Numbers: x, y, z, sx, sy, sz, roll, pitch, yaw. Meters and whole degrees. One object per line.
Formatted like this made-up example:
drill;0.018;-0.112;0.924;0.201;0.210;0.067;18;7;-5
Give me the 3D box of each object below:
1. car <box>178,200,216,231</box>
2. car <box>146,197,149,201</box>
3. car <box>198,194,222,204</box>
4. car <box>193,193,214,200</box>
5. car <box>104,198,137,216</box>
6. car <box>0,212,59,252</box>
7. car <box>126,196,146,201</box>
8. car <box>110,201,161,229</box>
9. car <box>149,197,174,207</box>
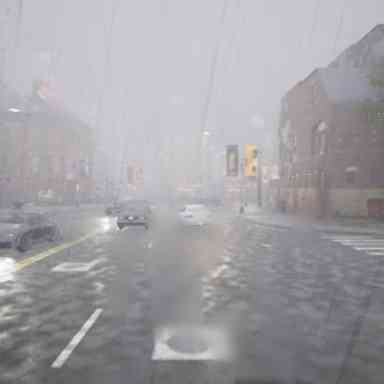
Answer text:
car;0.194;1.490;20.476;1.812;1.442;4.674;-1;0;-7
car;-7.729;1.493;59.187;1.895;1.301;4.718;0;0;30
car;3.502;1.500;58.091;1.895;1.301;4.718;0;0;31
car;2.899;0.860;63.848;2.097;1.767;4.553;0;0;36
car;-7.004;1.545;32.091;1.895;1.301;4.718;0;0;1
car;-7.094;1.540;13.550;1.994;1.385;4.181;0;0;0
car;-9.894;1.427;53.881;2.002;1.452;4.674;0;0;20
car;-3.398;1.511;21.100;2.033;1.411;5.357;0;0;0
car;-4.213;1.478;49.897;1.994;1.385;4.181;0;0;19
